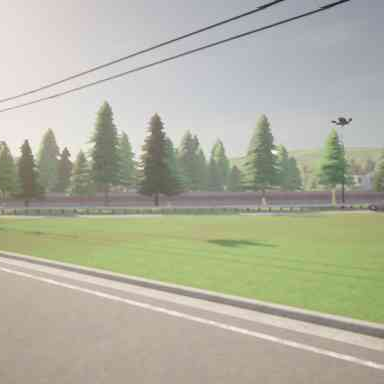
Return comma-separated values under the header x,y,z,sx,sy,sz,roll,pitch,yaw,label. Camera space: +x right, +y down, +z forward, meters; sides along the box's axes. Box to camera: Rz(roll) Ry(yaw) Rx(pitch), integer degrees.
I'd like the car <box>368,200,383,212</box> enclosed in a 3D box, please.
x,y,z,sx,sy,sz,roll,pitch,yaw,label
22.440,1.601,38.071,4.181,1.385,1.994,0,0,-14,car
